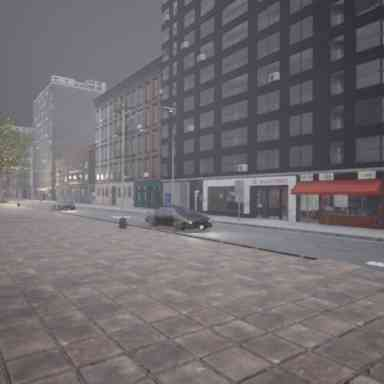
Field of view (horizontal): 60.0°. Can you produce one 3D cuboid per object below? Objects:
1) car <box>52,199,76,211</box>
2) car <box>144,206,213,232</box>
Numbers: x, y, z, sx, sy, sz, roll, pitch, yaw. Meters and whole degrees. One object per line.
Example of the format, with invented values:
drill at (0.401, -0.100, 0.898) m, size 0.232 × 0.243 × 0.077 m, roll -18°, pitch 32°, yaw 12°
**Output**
car at (-15.936, 1.616, 41.327) m, size 1.994 × 1.385 × 4.181 m, roll 0°, pitch 0°, yaw -35°
car at (-1.011, 1.558, 20.518) m, size 2.033 × 1.411 × 5.357 m, roll 0°, pitch 0°, yaw -36°
